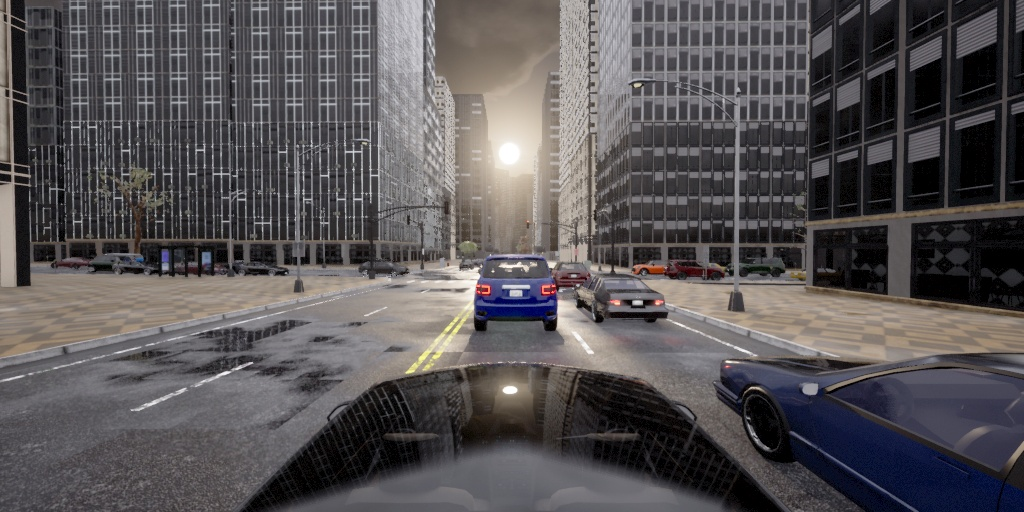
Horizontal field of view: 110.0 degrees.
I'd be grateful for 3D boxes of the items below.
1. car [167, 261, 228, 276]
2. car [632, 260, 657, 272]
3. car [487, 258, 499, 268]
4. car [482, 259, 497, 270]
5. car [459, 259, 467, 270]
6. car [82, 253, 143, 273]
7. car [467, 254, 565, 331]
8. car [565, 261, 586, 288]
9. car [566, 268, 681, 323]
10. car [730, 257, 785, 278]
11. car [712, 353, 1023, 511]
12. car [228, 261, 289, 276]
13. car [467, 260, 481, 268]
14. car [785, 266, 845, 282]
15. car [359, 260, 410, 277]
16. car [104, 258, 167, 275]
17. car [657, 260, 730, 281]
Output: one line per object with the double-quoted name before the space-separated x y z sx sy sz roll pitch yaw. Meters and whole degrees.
"car" -28.422 1.138 32.799 4.207 1.307 1.802 0 0 1
"car" 15.030 1.202 37.919 4.553 1.767 2.097 0 1 0
"car" -3.330 1.180 63.052 1.882 1.535 5.008 0 0 0
"car" -3.346 1.191 53.439 1.882 1.535 5.008 0 0 0
"car" -6.611 1.219 52.547 1.837 1.490 4.892 0 0 -1
"car" -39.112 0.766 35.726 4.553 1.767 2.097 1 1 2
"car" 0.096 0.967 11.081 2.150 2.045 5.566 0 0 0
"car" 3.345 1.092 21.492 2.097 1.767 4.553 0 0 0
"car" 3.349 1.293 12.085 2.033 1.411 5.357 0 0 0
"car" 25.560 1.163 37.761 5.566 2.045 2.150 1 1 1
"car" 3.351 1.297 1.905 2.033 1.411 5.357 0 0 1
"car" -22.738 1.173 32.667 4.313 1.339 1.948 0 0 1
"car" -6.582 1.303 62.850 1.895 1.301 4.718 0 0 0
"car" 27.636 1.578 31.951 4.829 1.417 1.751 0 0 1
"car" -12.264 1.174 34.515 4.892 1.490 1.837 0 0 10
"car" -34.102 1.069 32.971 4.313 1.339 1.948 0 0 1
"car" 16.187 1.268 32.146 5.009 1.841 2.192 0 0 1
